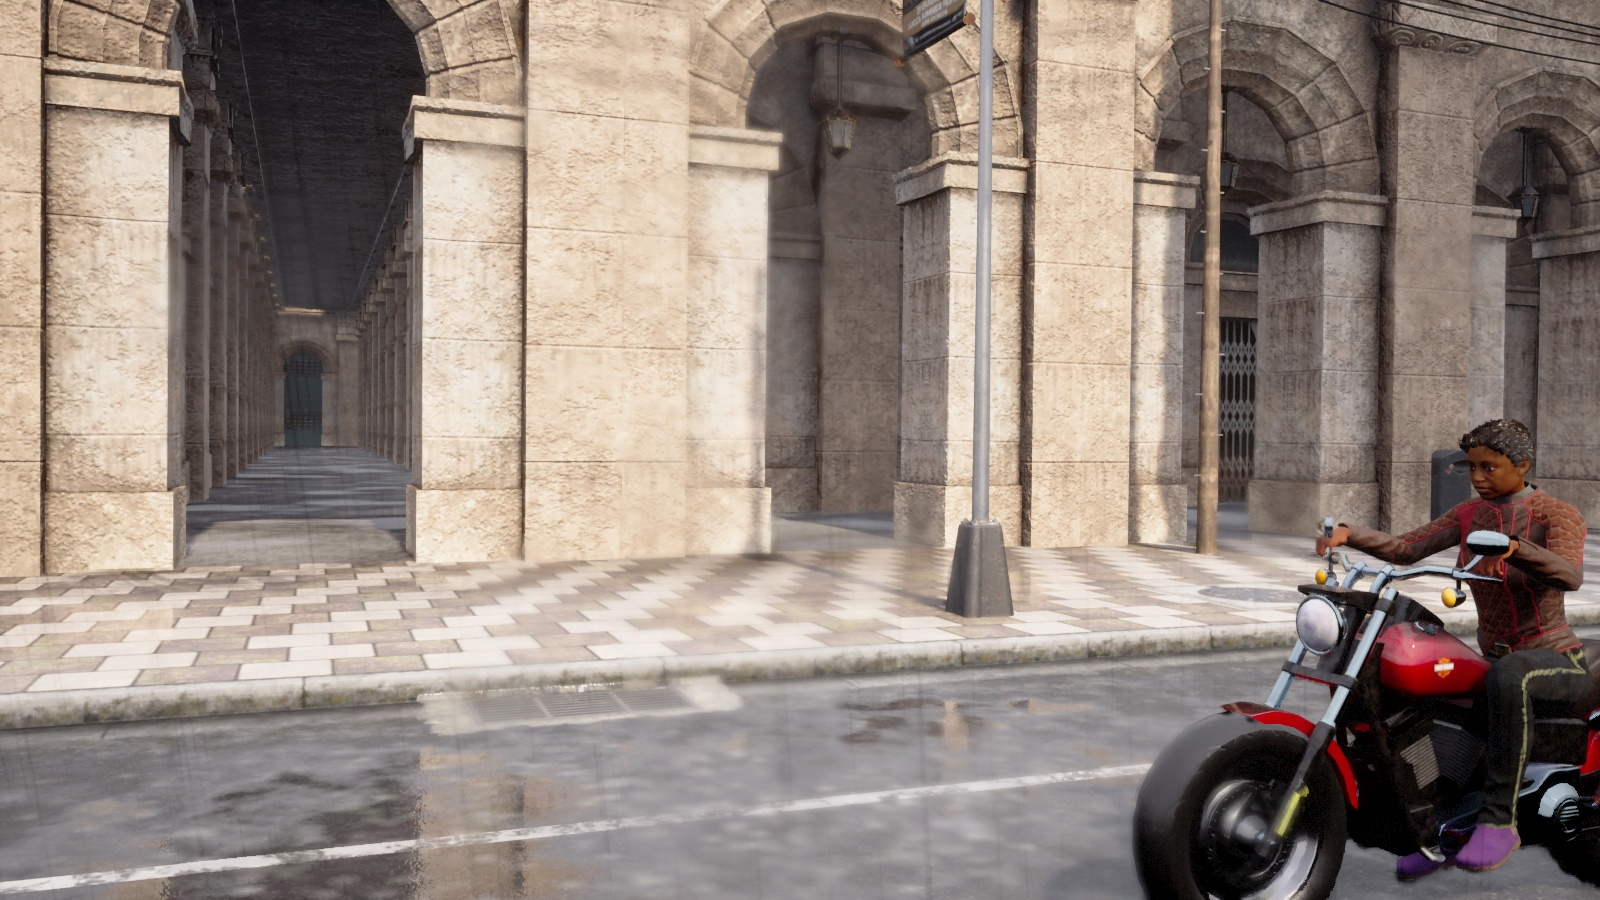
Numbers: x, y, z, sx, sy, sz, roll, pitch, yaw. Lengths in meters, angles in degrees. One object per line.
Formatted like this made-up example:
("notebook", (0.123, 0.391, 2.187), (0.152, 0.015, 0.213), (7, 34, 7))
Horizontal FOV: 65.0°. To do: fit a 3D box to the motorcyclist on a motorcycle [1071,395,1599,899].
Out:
("motorcyclist on a motorcycle", (2.107, 0.660, 4.062), (2.350, 1.649, 0.766), (-1, 1, -21))
